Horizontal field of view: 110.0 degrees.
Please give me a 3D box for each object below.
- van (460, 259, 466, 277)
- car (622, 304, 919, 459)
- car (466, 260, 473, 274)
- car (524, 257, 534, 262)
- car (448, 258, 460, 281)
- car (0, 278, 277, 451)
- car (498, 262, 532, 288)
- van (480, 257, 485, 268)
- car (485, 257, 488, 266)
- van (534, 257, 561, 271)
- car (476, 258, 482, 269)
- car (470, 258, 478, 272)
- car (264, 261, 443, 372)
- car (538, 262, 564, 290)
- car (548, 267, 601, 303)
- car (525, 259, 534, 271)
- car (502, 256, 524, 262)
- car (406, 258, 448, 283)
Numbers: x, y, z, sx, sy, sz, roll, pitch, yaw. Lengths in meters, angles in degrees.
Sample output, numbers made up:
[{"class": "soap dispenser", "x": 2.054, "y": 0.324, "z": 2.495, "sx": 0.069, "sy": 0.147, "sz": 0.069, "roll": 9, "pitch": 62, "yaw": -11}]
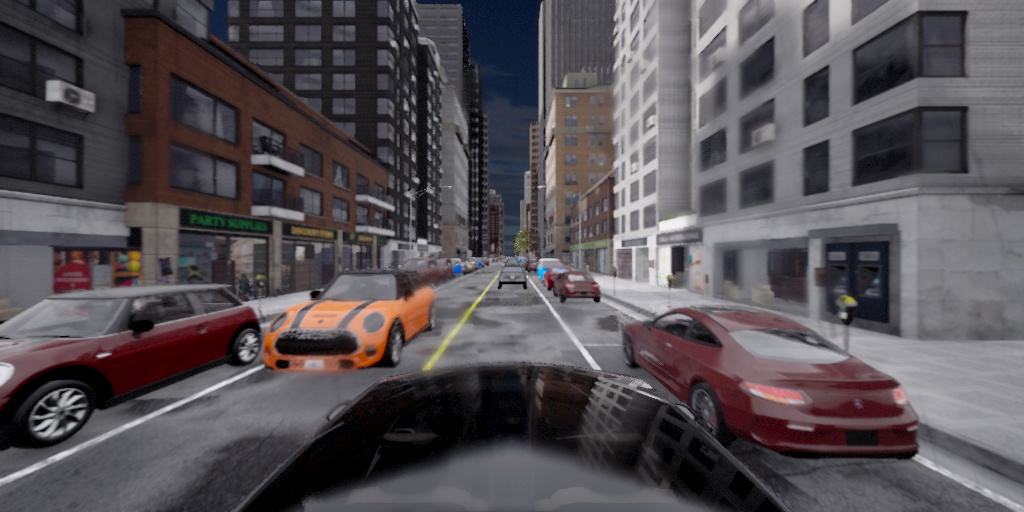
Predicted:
[{"class": "van", "x": -5.666, "y": 1.106, "z": 33.284, "sx": 1.690, "sy": 1.789, "sz": 3.998, "roll": 0, "pitch": 0, "yaw": 0}, {"class": "car", "x": 2.858, "y": 1.329, "z": 4.998, "sx": 1.802, "sy": 1.307, "sz": 4.207, "roll": 0, "pitch": 0, "yaw": 0}, {"class": "car", "x": -5.665, "y": 1.357, "z": 38.940, "sx": 1.802, "sy": 1.307, "sz": 4.207, "roll": 0, "pitch": 0, "yaw": 0}, {"class": "car", "x": 2.861, "y": 1.105, "z": 50.232, "sx": 2.192, "sy": 1.841, "sz": 5.009, "roll": 0, "pitch": 0, "yaw": 0}, {"class": "car", "x": -5.666, "y": 1.071, "z": 27.627, "sx": 2.192, "sy": 1.841, "sz": 5.009, "roll": 0, "pitch": 0, "yaw": 0}, {"class": "car", "x": -5.667, "y": 1.187, "z": 5.007, "sx": 1.967, "sy": 1.591, "sz": 4.097, "roll": 0, "pitch": 0, "yaw": 0}, {"class": "car", "x": 0.052, "y": 1.296, "z": 23.424, "sx": 2.033, "sy": 1.411, "sz": 5.357, "roll": 0, "pitch": 0, "yaw": 1}, {"class": "van", "x": -5.664, "y": 1.140, "z": 55.910, "sx": 1.690, "sy": 1.789, "sz": 3.998, "roll": 0, "pitch": 0, "yaw": 0}, {"class": "car", "x": -5.664, "y": 1.351, "z": 61.567, "sx": 1.888, "sy": 1.381, "sz": 4.507, "roll": 0, "pitch": 0, "yaw": 0}, {"class": "van", "x": 2.859, "y": 1.097, "z": 27.612, "sx": 1.690, "sy": 1.789, "sz": 3.998, "roll": 0, "pitch": 0, "yaw": 0}, {"class": "car", "x": -5.664, "y": 1.373, "z": 50.254, "sx": 1.802, "sy": 1.307, "sz": 4.207, "roll": 0, "pitch": 0, "yaw": 0}, {"class": "car", "x": -5.665, "y": 1.308, "z": 44.427, "sx": 1.751, "sy": 1.417, "sz": 4.829, "roll": 0, "pitch": 0, "yaw": 0}, {"class": "car", "x": -3.079, "y": 1.095, "z": 7.832, "sx": 2.097, "sy": 1.767, "sz": 4.553, "roll": 0, "pitch": 0, "yaw": 0}, {"class": "car", "x": 2.859, "y": 1.292, "z": 21.957, "sx": 1.888, "sy": 1.381, "sz": 4.507, "roll": 0, "pitch": 0, "yaw": 0}, {"class": "car", "x": 2.859, "y": 1.323, "z": 16.303, "sx": 1.802, "sy": 1.307, "sz": 4.207, "roll": 0, "pitch": 0, "yaw": 0}, {"class": "car", "x": 2.861, "y": 1.365, "z": 44.577, "sx": 1.802, "sy": 1.307, "sz": 4.207, "roll": 0, "pitch": 0, "yaw": 0}, {"class": "car", "x": 0.096, "y": 1.136, "z": 45.494, "sx": 2.097, "sy": 1.767, "sz": 4.553, "roll": 0, "pitch": 0, "yaw": 0}, {"class": "car", "x": -5.667, "y": 1.062, "z": 21.970, "sx": 2.192, "sy": 1.841, "sz": 5.009, "roll": 0, "pitch": 0, "yaw": 0}]
